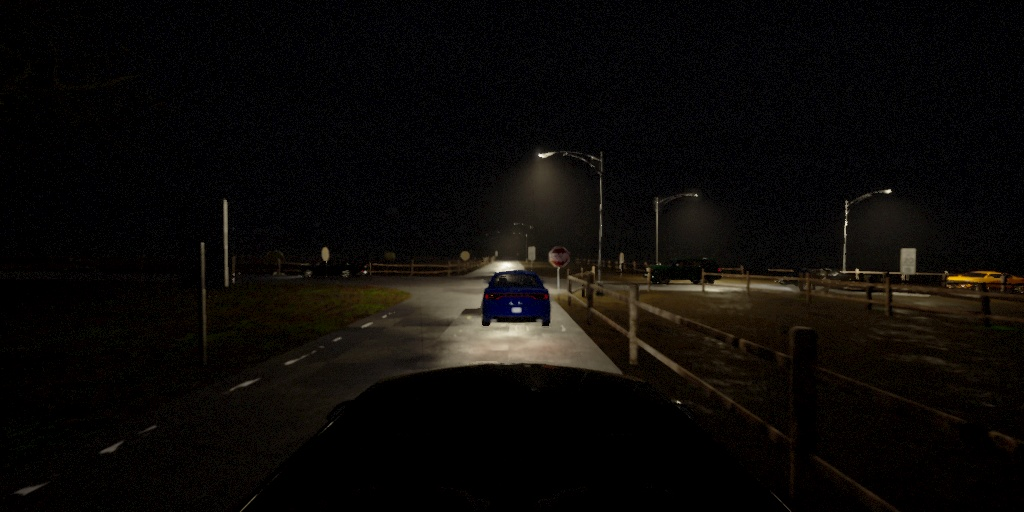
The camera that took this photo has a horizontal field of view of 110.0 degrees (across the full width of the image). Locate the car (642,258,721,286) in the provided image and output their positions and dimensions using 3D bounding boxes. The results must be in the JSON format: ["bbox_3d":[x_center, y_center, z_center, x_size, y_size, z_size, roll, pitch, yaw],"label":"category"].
[{"bbox_3d":[13.040,1.138,27.626,5.566,2.045,2.150,1,1,1],"label":"car"}]

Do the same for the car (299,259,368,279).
[{"bbox_3d":[-13.570,0.925,27.375,4.892,1.490,1.837,1,0,2],"label":"car"}]

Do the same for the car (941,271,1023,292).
[{"bbox_3d":[36.425,1.934,27.739,5.008,1.535,1.882,2,1,0],"label":"car"}]

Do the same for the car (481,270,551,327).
[{"bbox_3d":[0.088,1.192,11.430,1.882,1.535,5.008,0,0,-1],"label":"car"}]

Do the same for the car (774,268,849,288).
[{"bbox_3d":[23.039,1.638,27.672,4.892,1.490,1.837,1,1,0],"label":"car"}]
